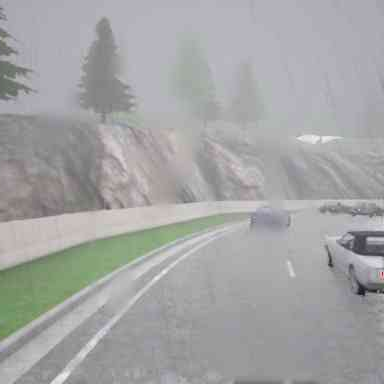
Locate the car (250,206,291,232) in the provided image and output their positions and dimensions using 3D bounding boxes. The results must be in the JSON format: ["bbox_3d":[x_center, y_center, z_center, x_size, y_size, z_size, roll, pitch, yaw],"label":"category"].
[{"bbox_3d":[4.914,1.566,20.623,1.812,1.442,4.674,0,0,24],"label":"car"}]

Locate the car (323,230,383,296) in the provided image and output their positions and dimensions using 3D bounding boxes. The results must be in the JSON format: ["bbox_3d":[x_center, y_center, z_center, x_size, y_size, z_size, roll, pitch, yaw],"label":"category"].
[{"bbox_3d":[4.733,1.639,8.537,1.895,1.301,4.718,0,0,11],"label":"car"}]

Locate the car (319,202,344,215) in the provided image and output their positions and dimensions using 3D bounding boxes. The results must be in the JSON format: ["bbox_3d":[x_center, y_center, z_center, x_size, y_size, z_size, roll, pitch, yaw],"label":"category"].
[{"bbox_3d":[15.476,1.727,35.668,1.895,1.301,4.718,0,0,45],"label":"car"}]

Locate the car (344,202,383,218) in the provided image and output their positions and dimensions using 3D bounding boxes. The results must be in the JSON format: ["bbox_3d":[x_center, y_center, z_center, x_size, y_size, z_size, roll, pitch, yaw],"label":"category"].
[{"bbox_3d":[16.794,1.685,31.808,2.033,1.411,5.357,0,0,44],"label":"car"}]
